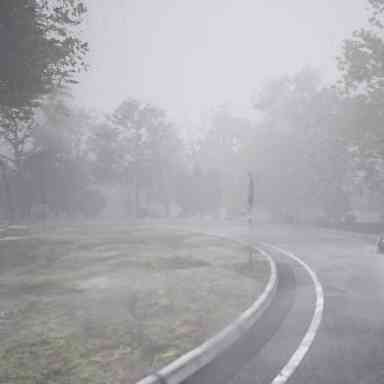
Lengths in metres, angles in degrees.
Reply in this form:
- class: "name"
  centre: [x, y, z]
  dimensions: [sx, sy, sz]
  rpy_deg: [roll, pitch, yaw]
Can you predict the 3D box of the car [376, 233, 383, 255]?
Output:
- class: "car"
  centre: [8.491, 1.544, 10.516]
  dimensions: [4.674, 1.442, 1.812]
  rpy_deg: [-1, 0, 29]
